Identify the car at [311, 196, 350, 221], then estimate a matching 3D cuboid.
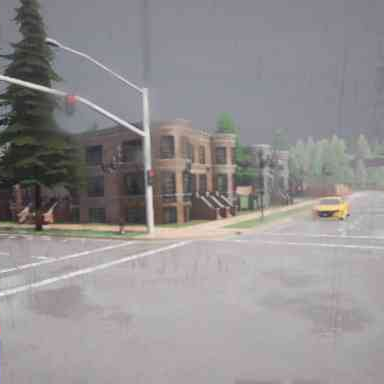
[{"bbox_3d":[9.625,1.076,22.982,1.882,1.535,5.008,-2,1,32],"label":"car"}]
